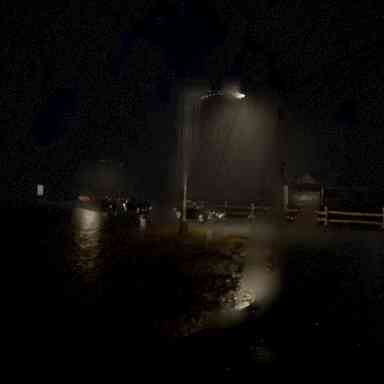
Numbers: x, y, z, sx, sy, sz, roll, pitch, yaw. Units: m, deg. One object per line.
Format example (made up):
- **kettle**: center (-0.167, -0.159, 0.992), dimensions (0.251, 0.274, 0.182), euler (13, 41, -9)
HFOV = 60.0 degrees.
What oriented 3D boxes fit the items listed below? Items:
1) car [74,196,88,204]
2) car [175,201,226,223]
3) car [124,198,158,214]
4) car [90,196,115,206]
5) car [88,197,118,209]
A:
- **car**: center (-20.052, 1.453, 60.852), dimensions (1.895, 1.301, 4.718), euler (2, -1, -35)
- **car**: center (0.539, 1.423, 24.654), dimensions (1.837, 1.490, 4.892), euler (2, -1, -35)
- **car**: center (-5.118, 1.350, 32.838), dimensions (1.837, 1.490, 4.892), euler (2, -1, -35)
- **car**: center (-14.161, 1.422, 52.408), dimensions (2.033, 1.411, 5.357), euler (2, -1, -34)
- **car**: center (-10.789, 1.390, 41.051), dimensions (1.895, 1.301, 4.718), euler (2, -1, -35)
